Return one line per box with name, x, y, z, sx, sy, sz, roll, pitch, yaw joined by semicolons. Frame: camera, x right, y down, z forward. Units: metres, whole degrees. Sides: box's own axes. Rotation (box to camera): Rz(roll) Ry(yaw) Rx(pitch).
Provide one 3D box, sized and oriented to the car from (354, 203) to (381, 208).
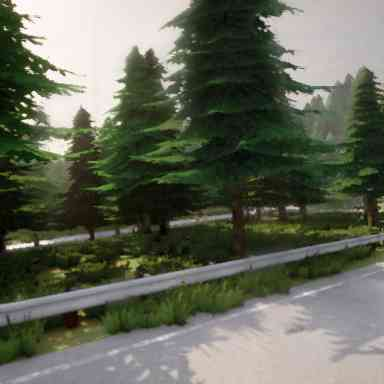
car;27.037;2.439;51.200;1.837;1.490;4.892;-4;-2;-9
